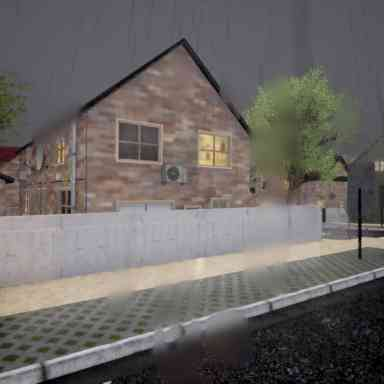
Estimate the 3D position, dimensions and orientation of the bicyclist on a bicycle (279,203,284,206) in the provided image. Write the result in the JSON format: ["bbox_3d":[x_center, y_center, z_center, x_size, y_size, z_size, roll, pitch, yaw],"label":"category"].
[{"bbox_3d":[8.456,1.827,31.272,1.656,1.620,0.582,-2,1,-35],"label":"bicyclist on a bicycle"}]
